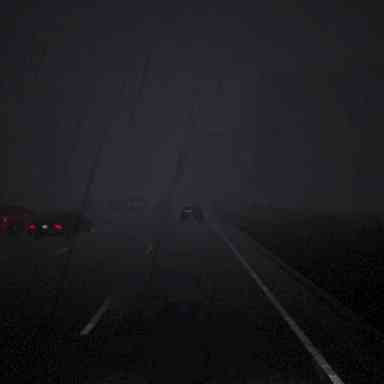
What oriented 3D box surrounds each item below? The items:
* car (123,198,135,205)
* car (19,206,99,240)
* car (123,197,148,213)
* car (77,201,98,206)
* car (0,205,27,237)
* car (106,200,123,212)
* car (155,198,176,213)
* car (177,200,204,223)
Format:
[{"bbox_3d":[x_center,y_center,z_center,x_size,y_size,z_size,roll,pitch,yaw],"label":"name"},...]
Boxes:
[{"bbox_3d":[-14.449,2.215,76.853,1.837,1.490,4.892,0,-1,0],"label":"car"},{"bbox_3d":[-6.945,1.723,18.169,2.033,1.411,5.357,0,0,0],"label":"car"},{"bbox_3d":[-7.120,1.629,43.781,2.150,2.045,5.566,0,0,0],"label":"car"},{"bbox_3d":[-14.129,1.936,45.227,1.837,1.490,4.892,0,0,0],"label":"car"},{"bbox_3d":[-10.454,1.542,19.361,2.097,1.767,4.553,0,-1,0],"label":"car"},{"bbox_3d":[-10.639,1.943,46.578,1.837,1.490,4.892,0,0,0],"label":"car"},{"bbox_3d":[-3.616,1.747,43.150,2.097,1.767,4.553,0,-1,0],"label":"car"},{"bbox_3d":[-0.013,1.748,28.493,2.128,1.511,4.902,0,-1,0],"label":"car"}]
